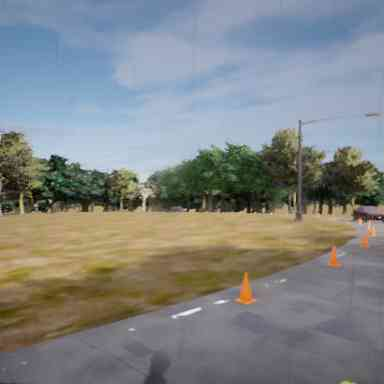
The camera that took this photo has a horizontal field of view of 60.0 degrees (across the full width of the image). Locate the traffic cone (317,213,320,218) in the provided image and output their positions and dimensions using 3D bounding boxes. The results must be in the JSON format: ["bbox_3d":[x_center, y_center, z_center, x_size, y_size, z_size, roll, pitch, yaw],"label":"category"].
[{"bbox_3d":[15.461,2.885,40.663,0.340,0.580,0.340,2,-3,-1],"label":"traffic cone"}]

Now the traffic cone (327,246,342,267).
[{"bbox_3d":[4.408,1.971,10.308,0.340,0.580,0.340,0,0,41],"label":"traffic cone"}]

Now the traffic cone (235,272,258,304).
[{"bbox_3d":[1.131,1.964,6.908,0.340,0.580,0.340,0,0,-43],"label":"traffic cone"}]

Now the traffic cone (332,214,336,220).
[{"bbox_3d":[15.295,2.674,35.951,0.340,0.580,0.340,1,-2,5],"label":"traffic cone"}]

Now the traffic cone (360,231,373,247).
[{"bbox_3d":[7.313,2.013,14.029,0.340,0.580,0.340,0,-1,35],"label":"traffic cone"}]

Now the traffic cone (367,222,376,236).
[{"bbox_3d":[9.813,2.087,18.032,0.340,0.580,0.340,1,-1,29],"label":"traffic cone"}]

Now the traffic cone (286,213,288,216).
[{"bbox_3d":[14.317,3.305,50.005,0.340,0.580,0.340,2,-3,-13],"label":"traffic cone"}]

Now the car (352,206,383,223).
[{"bbox_3d":[16.886,2.084,31.681,1.882,1.535,5.008,1,-2,9],"label":"car"}]

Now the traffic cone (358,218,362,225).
[{"bbox_3d":[13.496,2.327,26.705,0.340,0.580,0.340,1,-1,17],"label":"traffic cone"}]

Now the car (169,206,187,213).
[{"bbox_3d":[-3.384,4.264,80.871,4.902,1.511,2.128,-3,-4,41],"label":"car"}]

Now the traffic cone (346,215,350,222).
[{"bbox_3d":[14.637,2.488,31.281,0.340,0.580,0.340,1,-2,11],"label":"traffic cone"}]
